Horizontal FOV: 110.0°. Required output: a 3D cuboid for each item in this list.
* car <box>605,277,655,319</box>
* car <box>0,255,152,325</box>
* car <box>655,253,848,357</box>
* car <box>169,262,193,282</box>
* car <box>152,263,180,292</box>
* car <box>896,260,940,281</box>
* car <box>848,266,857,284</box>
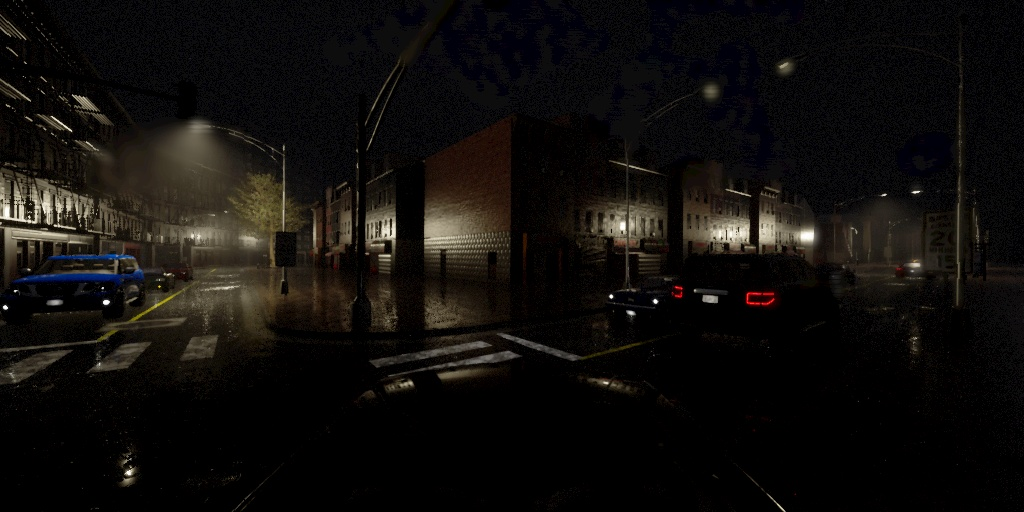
[{"bbox_3d":[5.148,1.316,11.672,4.718,1.301,1.895,0,0,-38],"label":"car"},{"bbox_3d":[-14.465,0.964,12.253,2.150,2.045,5.566,0,0,-37],"label":"car"},{"bbox_3d":[6.097,0.950,8.805,5.566,2.045,2.150,0,0,-37],"label":"car"},{"bbox_3d":[-26.858,1.236,28.565,1.882,1.535,5.008,0,0,-37],"label":"car"},{"bbox_3d":[-20.541,1.312,20.247,1.994,1.385,4.181,0,0,-37],"label":"car"},{"bbox_3d":[33.412,1.249,29.618,4.181,1.385,1.994,0,0,-37],"label":"car"},{"bbox_3d":[21.729,1.232,24.336,5.357,1.411,2.033,0,0,-37],"label":"car"}]
